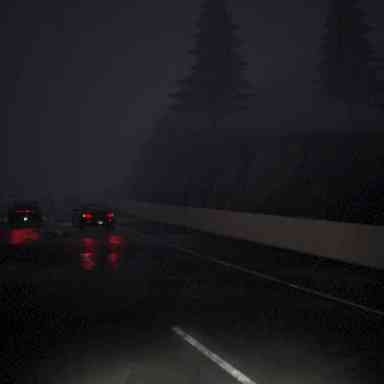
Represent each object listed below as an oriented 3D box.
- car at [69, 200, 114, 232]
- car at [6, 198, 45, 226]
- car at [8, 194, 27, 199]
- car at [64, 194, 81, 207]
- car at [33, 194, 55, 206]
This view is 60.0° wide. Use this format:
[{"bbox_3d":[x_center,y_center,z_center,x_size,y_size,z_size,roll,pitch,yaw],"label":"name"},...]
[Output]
[{"bbox_3d":[-5.787,1.385,19.314,1.812,1.442,4.674,0,0,-26],"label":"car"},{"bbox_3d":[-10.973,1.346,22.032,1.837,1.490,4.892,-1,0,-25],"label":"car"},{"bbox_3d":[-23.263,1.040,44.300,2.097,1.767,4.553,0,0,-21],"label":"car"},{"bbox_3d":[-16.262,1.028,45.229,2.097,1.767,4.553,0,1,-18],"label":"car"},{"bbox_3d":[-20.666,1.209,47.336,2.033,1.411,5.357,0,0,-16],"label":"car"}]
